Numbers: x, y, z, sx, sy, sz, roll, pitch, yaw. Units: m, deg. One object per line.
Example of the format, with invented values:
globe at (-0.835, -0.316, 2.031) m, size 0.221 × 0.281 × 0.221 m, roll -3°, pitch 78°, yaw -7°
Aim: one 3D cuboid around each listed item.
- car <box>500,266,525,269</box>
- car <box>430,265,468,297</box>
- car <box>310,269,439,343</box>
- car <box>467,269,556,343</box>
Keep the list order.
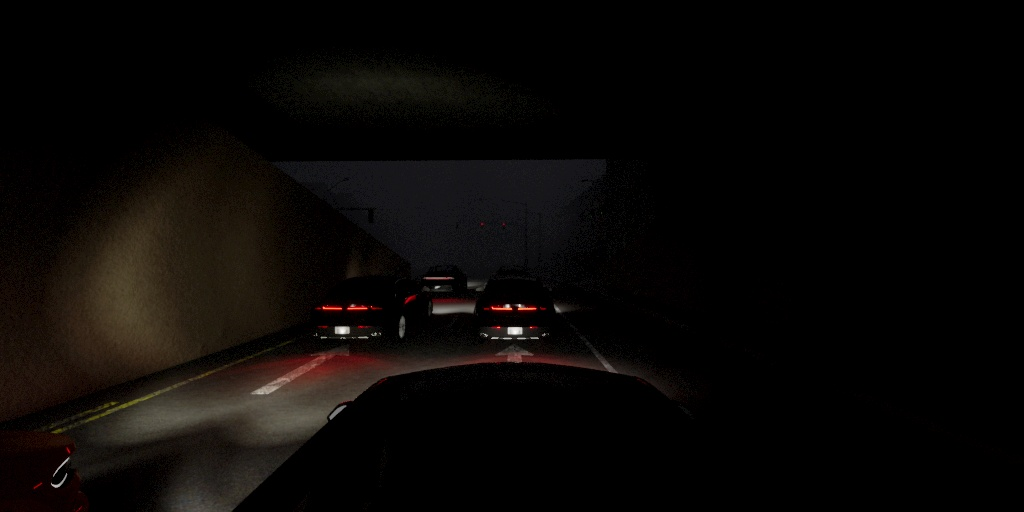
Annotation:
car at (0.012, 1.255, 19.030) m, size 1.837 × 1.490 × 4.892 m, roll 0°, pitch 0°, yaw 0°
car at (-3.484, 1.242, 18.994) m, size 2.128 × 1.511 × 4.902 m, roll 0°, pitch 0°, yaw -1°
car at (-3.448, 1.255, 9.677) m, size 1.837 × 1.490 × 4.892 m, roll 0°, pitch 0°, yaw 0°
car at (0.053, 1.255, 9.620) m, size 1.837 × 1.490 × 4.892 m, roll 0°, pitch 0°, yaw 0°
